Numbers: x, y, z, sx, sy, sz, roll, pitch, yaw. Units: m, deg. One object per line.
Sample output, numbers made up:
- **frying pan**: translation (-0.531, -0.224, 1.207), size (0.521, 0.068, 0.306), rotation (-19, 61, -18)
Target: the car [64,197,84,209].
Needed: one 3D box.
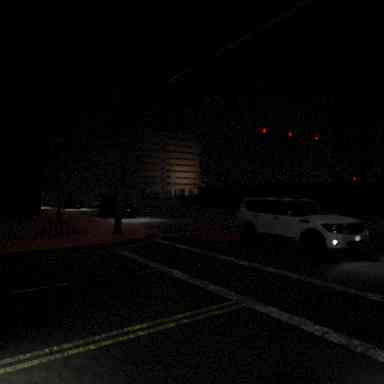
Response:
- **car**: translation (-16.072, 1.505, 45.117), size (1.837, 1.490, 4.892), rotation (0, 0, -32)

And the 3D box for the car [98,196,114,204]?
- **car**: translation (-17.252, 1.526, 66.768), size (1.812, 1.442, 4.674), rotation (0, 0, -33)

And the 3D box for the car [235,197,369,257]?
- **car**: translation (4.115, 1.223, 13.565), size (2.150, 2.045, 5.566), rotation (0, 0, -33)

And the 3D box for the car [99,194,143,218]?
- **car**: translation (-6.895, 1.223, 30.755), size (2.150, 2.045, 5.566), rotation (0, 0, -33)

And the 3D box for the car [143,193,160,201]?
- **car**: translation (-9.827, 1.156, 81.483), size (3.866, 1.878, 1.905), rotation (0, 0, -34)

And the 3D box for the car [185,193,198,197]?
- **car**: translation (1.207, 1.156, 65.255), size (3.866, 1.878, 1.905), rotation (0, 0, -34)

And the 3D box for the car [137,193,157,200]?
- **car**: translation (-11.404, 1.153, 83.910), size (4.605, 1.855, 1.932), rotation (0, 0, -34)
